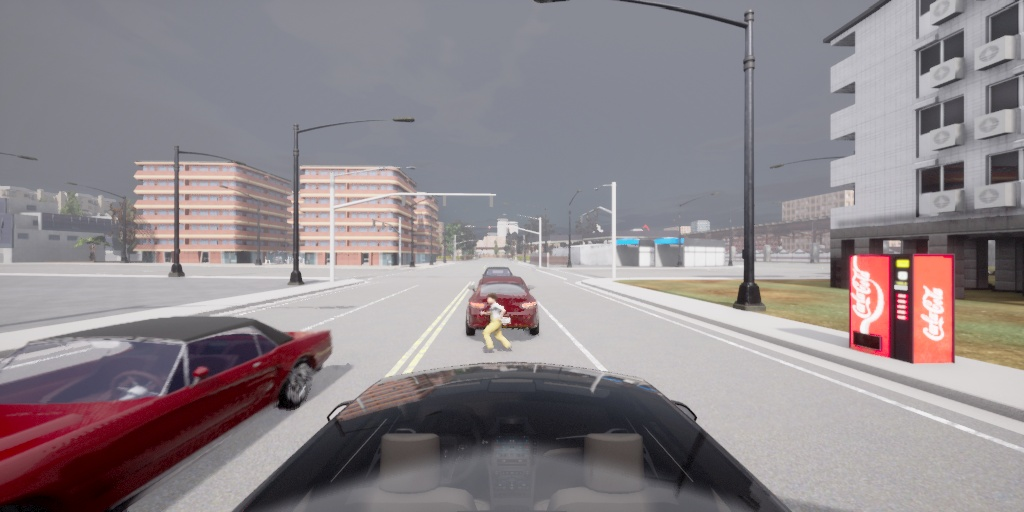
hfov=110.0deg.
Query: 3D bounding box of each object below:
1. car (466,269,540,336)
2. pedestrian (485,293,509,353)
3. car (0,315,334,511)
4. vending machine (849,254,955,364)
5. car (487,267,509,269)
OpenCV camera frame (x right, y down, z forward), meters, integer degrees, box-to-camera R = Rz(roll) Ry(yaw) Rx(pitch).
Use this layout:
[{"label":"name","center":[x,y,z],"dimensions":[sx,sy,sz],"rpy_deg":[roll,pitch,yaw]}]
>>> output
[{"label":"car","center":[-0.298,1.276,10.306],"dimensions":[1.812,1.442,4.674],"rpy_deg":[0,0,-3]},{"label":"pedestrian","center":[-0.312,1.324,7.344],"dimensions":[0.375,1.300,0.375],"rpy_deg":[0,0,-3]},{"label":"car","center":[-3.652,1.351,3.359],"dimensions":[1.895,1.301,4.718],"rpy_deg":[0,0,-2]},{"label":"vending machine","center":[7.204,0.945,6.696],"dimensions":[1.100,2.100,0.880],"rpy_deg":[0,0,-3]},{"label":"car","center":[-0.785,1.297,19.878],"dimensions":[2.033,1.411,5.357],"rpy_deg":[0,0,-3]}]
